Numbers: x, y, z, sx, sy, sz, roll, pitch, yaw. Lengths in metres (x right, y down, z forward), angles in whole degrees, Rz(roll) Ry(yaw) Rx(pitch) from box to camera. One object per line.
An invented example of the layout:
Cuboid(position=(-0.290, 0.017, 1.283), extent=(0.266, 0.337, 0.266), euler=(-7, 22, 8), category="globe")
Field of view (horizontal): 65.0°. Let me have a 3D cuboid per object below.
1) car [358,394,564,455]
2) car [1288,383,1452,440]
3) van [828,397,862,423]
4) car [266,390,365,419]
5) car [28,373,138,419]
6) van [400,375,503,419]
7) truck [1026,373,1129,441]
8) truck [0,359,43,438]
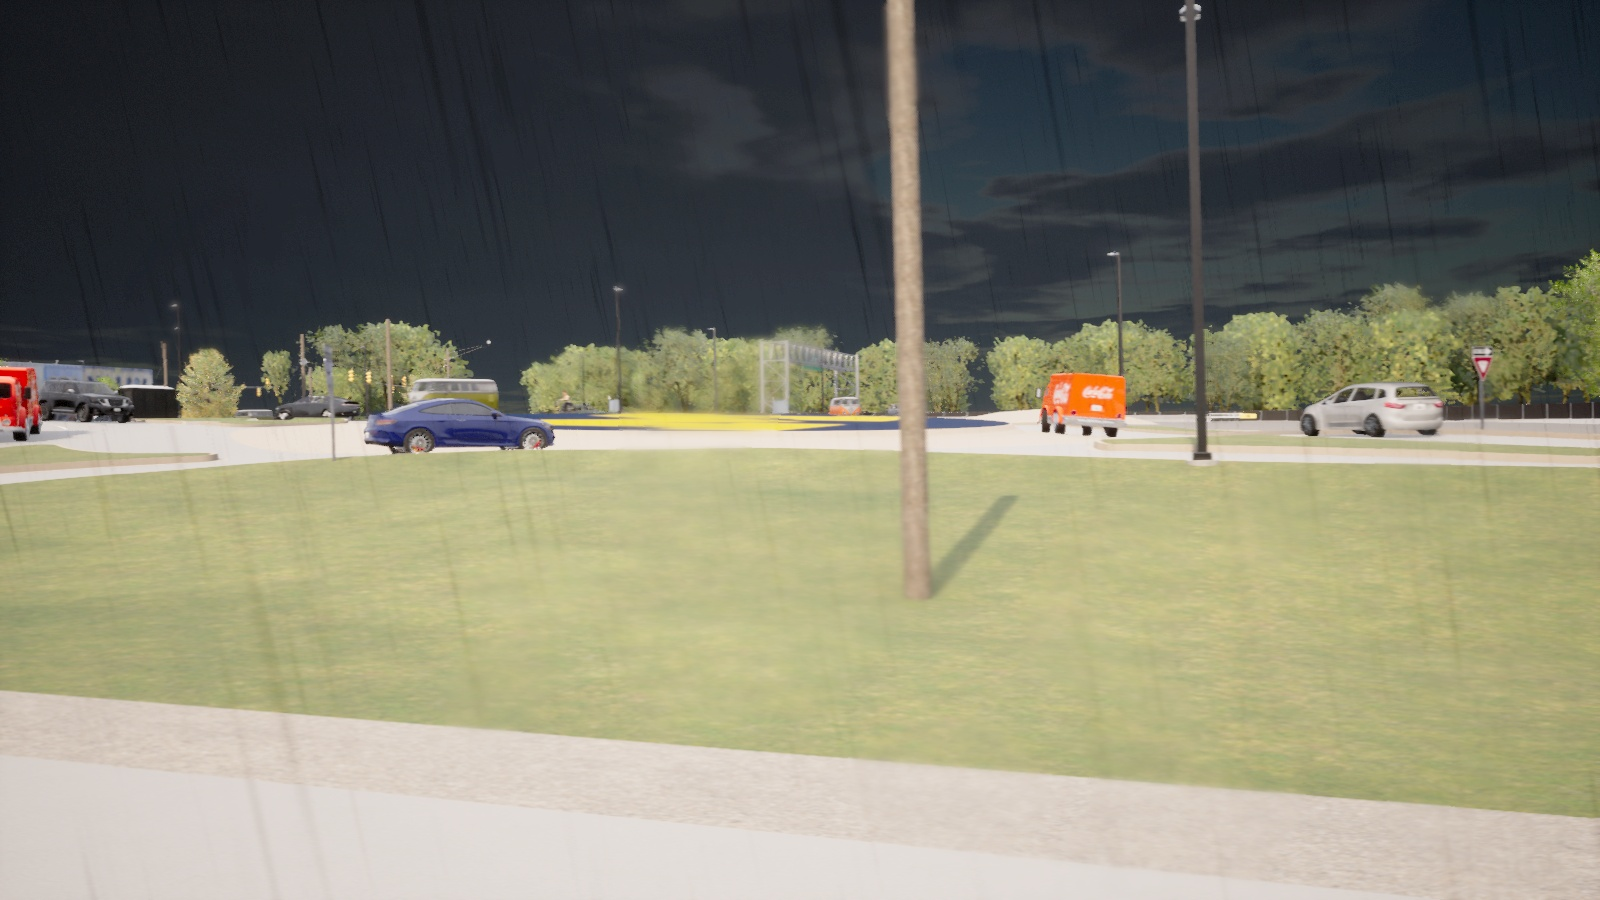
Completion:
Cuboid(position=(-8.502, -0.632, 31.588), extent=(4.674, 1.442, 1.812), euler=(-1, 1, -31), category="car")
Cuboid(position=(17.779, -1.201, 39.448), extent=(2.242, 1.667, 4.611), euler=(-2, 2, -15), category="car")
Cuboid(position=(3.529, -3.156, 99.243), extent=(1.775, 1.987, 4.442), euler=(0, 1, -10), category="van")
Cuboid(position=(-27.118, -2.543, 70.347), extent=(4.902, 1.511, 2.128), euler=(1, 0, 16), category="car")
Cuboid(position=(-35.131, -2.654, 61.525), extent=(5.566, 2.045, 2.150), euler=(3, 2, 30), category="car")
Cuboid(position=(-16.506, -2.515, 59.659), extent=(1.775, 1.987, 4.442), euler=(1, 2, 39), category="van")
Cuboid(position=(11.313, -1.759, 51.702), extent=(2.627, 2.467, 5.204), euler=(4, 2, -4), category="truck")
Cuboid(position=(-28.018, -1.854, 43.608), extent=(2.627, 2.467, 5.204), euler=(1, 5, -27), category="truck")
